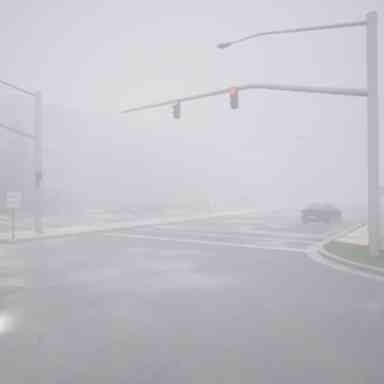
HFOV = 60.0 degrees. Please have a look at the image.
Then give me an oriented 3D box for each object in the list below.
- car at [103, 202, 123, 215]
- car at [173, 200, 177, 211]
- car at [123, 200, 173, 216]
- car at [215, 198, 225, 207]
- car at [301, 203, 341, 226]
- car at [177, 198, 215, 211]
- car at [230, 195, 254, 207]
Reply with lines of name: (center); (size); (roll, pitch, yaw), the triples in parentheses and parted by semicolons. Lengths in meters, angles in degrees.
car: (-7.654, 1.802, 38.426); (2.033, 1.411, 5.357); (-1, 0, 35)
car: (-2.349, 1.820, 45.974); (1.994, 1.385, 4.181); (-1, 0, 35)
car: (-4.706, 1.715, 36.549); (2.128, 1.511, 4.902); (-1, 0, 35)
car: (3.829, 1.782, 54.745); (1.812, 1.442, 4.674); (-1, 0, 35)
car: (9.557, 1.535, 24.423); (1.882, 1.535, 5.008); (-1, 0, 36)
car: (0.553, 1.576, 44.027); (2.097, 1.767, 4.553); (-1, 0, 35)
car: (8.398, 1.450, 55.156); (2.150, 2.045, 5.566); (-1, -1, 36)
